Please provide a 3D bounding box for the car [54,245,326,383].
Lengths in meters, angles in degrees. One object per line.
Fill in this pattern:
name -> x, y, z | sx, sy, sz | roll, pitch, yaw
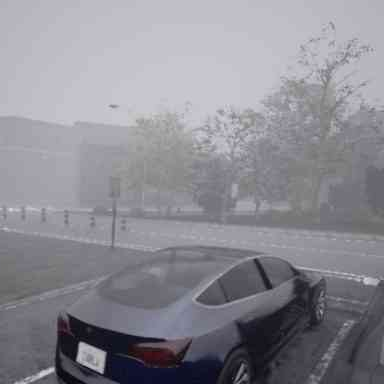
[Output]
car -> 0.462, 1.511, 4.853 | 2.163, 1.488, 4.792 | 0, 0, 35
